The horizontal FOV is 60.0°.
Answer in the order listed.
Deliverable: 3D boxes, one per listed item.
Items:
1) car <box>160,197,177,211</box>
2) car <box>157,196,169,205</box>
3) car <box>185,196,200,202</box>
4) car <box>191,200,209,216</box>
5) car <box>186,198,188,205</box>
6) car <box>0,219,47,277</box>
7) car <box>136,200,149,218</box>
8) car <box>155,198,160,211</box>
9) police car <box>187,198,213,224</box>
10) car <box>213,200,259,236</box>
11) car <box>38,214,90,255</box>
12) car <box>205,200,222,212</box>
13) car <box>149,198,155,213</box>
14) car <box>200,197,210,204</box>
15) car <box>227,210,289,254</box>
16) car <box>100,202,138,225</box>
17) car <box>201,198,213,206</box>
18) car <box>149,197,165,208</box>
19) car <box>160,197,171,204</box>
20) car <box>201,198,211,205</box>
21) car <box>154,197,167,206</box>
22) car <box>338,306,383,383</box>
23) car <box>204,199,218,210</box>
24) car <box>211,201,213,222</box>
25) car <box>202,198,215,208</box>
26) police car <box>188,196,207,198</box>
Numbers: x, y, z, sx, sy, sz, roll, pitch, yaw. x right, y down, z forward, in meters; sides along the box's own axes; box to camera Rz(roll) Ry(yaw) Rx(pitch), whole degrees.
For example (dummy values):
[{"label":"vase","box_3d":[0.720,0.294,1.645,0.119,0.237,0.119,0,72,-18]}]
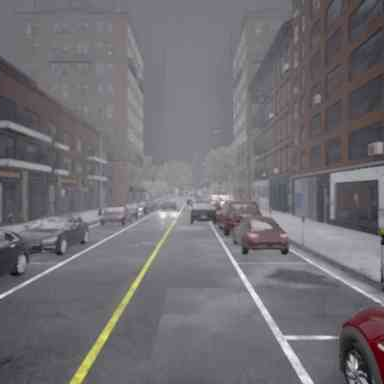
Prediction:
[{"label":"car","box_3d":[-2.880,1.712,42.625,1.895,1.301,4.718,0,0,0]},{"label":"car","box_3d":[-5.441,1.617,62.916,1.967,1.590,4.097,0,0,0]},{"label":"car","box_3d":[0.236,1.615,76.564,1.994,1.385,4.181,0,0,23]},{"label":"car","box_3d":[0.795,1.618,35.144,1.812,1.442,4.674,0,0,0]},{"label":"car","box_3d":[-0.052,1.649,61.217,1.882,1.535,5.008,0,0,0]},{"label":"car","box_3d":[-5.395,1.571,7.728,2.008,1.369,4.403,0,0,0]},{"label":"car","box_3d":[-5.413,1.628,29.803,2.008,1.369,4.403,0,0,0]},{"label":"car","box_3d":[-5.422,1.673,40.841,1.947,1.339,4.313,0,0,0]},{"label":"police car","box_3d":[0.803,1.491,25.254,1.930,1.638,5.238,0,0,0]},{"label":"car","box_3d":[2.621,1.364,18.779,2.192,1.841,5.009,0,0,0]},{"label":"car","box_3d":[-5.399,1.585,13.246,2.008,1.369,4.403,0,0,0]},{"label":"car","box_3d":[2.603,1.689,40.852,1.802,1.307,4.206,0,0,0]},{"label":"car","box_3d":[-5.418,1.636,35.322,1.887,1.381,4.507,0,0,0]},{"label":"car","box_3d":[2.579,1.762,68.443,1.947,1.339,4.313,0,0,0]},{"label":"car","box_3d":[2.626,1.617,13.260,1.802,1.307,4.206,0,0,0]},{"label":"car","box_3d":[-5.409,1.645,24.284,1.802,1.307,4.206,0,0,0]},{"label":"car","box_3d":[2.588,1.703,57.406,1.887,1.381,4.507,0,0,0]},{"label":"car","box_3d":[-5.432,1.580,51.878,1.967,1.590,4.097,0,0,0]},{"label":"car","box_3d":[-5.446,1.778,68.434,1.802,1.307,4.206,0,0,0]},{"label":"car","box_3d":[2.584,1.759,62.924,1.802,1.307,4.206,0,0,0]},{"label":"car","box_3d":[-5.437,1.683,57.227,1.752,1.417,4.829,0,0,0]},{"label":"car","box_3d":[2.635,1.446,2.223,1.967,1.590,4.097,0,0,0]},{"label":"car","box_3d":[2.598,1.705,46.369,1.802,1.307,4.206,0,0,0]},{"label":"car","box_3d":[2.612,1.589,24.465,1.752,1.417,4.829,0,0,0]},{"label":"car","box_3d":[2.593,1.666,52.058,1.752,1.417,4.829,0,0,0]},{"label":"police car","box_3d":[0.789,1.533,41.254,1.930,1.638,5.238,0,0,0]}]
